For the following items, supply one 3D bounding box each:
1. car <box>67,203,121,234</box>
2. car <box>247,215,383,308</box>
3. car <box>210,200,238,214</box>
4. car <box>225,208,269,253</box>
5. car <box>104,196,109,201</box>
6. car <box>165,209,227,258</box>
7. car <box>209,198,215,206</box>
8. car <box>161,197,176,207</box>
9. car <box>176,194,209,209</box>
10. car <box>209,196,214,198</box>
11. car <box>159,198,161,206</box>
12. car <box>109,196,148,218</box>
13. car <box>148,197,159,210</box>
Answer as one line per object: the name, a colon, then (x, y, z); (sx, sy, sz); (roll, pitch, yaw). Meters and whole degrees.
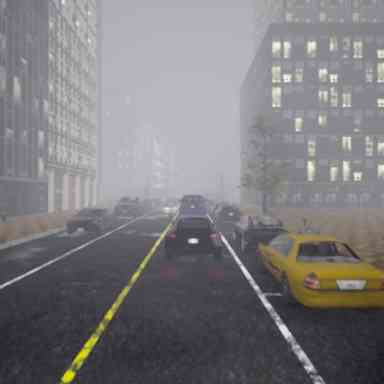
car: (-5.685, 1.553, 19.121); (1.947, 1.339, 4.313); (0, 0, 0)
car: (2.668, 1.518, 7.886); (1.752, 1.417, 4.829); (0, 0, 0)
car: (2.663, 1.549, 24.783); (1.947, 1.339, 4.313); (0, 0, 0)
car: (2.663, 1.540, 13.405); (2.008, 1.369, 4.403); (0, 0, 0)
car: (-17.458, 1.517, 74.042); (4.206, 1.307, 1.802); (0, 0, 0)
car: (0.064, 1.553, 12.716); (1.994, 1.385, 4.181); (0, 0, 1)
car: (2.664, 1.547, 30.473); (1.947, 1.339, 4.313); (0, 0, 0)
car: (-3.074, 1.474, 50.080); (2.128, 1.511, 4.902); (0, 0, 0)
car: (0.069, 1.206, 27.938); (2.150, 2.045, 5.566); (0, 0, 0)
car: (2.665, 1.563, 47.540); (1.802, 1.307, 4.206); (0, 0, 0)
car: (-5.682, 1.548, 53.255); (1.947, 1.339, 4.313); (0, 0, 0)
car: (-5.682, 1.298, 30.499); (2.192, 1.841, 5.009); (0, 0, 0)
car: (-5.683, 1.526, 41.878); (1.887, 1.381, 4.507); (0, 0, 0)
